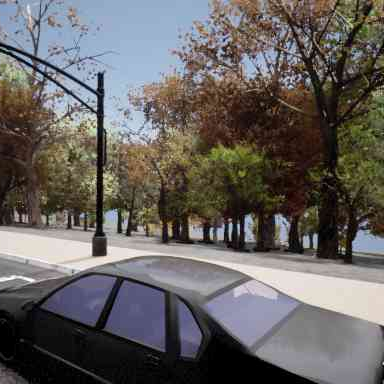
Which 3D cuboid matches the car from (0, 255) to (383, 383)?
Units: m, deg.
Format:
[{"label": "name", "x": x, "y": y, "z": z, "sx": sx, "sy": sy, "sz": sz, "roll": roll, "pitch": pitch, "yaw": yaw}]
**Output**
[{"label": "car", "x": -0.551, "y": 1.547, "z": 4.071, "sx": 5.357, "sy": 1.411, "sz": 2.033, "roll": 0, "pitch": 0, "yaw": 35}]
